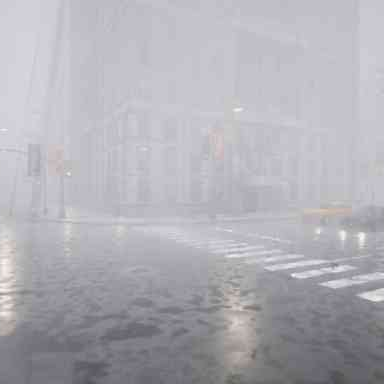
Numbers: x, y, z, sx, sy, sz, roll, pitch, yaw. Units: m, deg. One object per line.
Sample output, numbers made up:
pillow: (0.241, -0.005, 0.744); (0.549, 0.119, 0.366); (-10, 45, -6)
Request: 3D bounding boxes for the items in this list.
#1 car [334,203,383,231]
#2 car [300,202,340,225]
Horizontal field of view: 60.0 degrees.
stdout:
car: (11.729, 1.547, 20.940); (5.357, 1.411, 2.033); (0, 0, -29)
car: (10.041, 1.478, 24.001); (5.008, 1.535, 1.882); (0, 0, -29)
